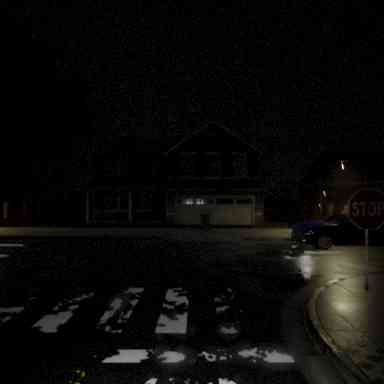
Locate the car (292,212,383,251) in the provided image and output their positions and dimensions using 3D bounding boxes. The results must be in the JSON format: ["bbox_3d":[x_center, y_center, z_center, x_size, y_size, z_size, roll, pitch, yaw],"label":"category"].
[{"bbox_3d":[6.747,1.540,13.880,5.008,1.535,1.882,0,0,-1],"label":"car"}]
